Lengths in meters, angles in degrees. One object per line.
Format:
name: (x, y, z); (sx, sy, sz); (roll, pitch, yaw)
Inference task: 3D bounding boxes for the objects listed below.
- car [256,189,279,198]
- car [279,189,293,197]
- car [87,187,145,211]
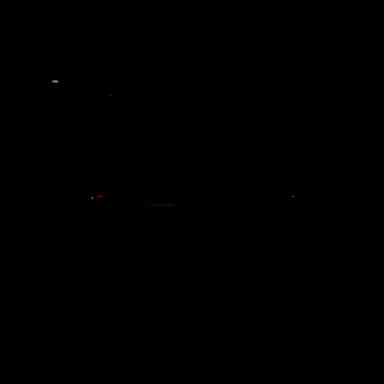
car: (12.337, 0.211, 55.401); (1.994, 1.385, 4.181); (1, 1, 36)
car: (17.719, 0.143, 63.218); (1.994, 1.385, 4.181); (1, 1, 34)
car: (-6.792, 0.520, 30.213); (2.150, 2.045, 5.566); (1, 2, 38)
